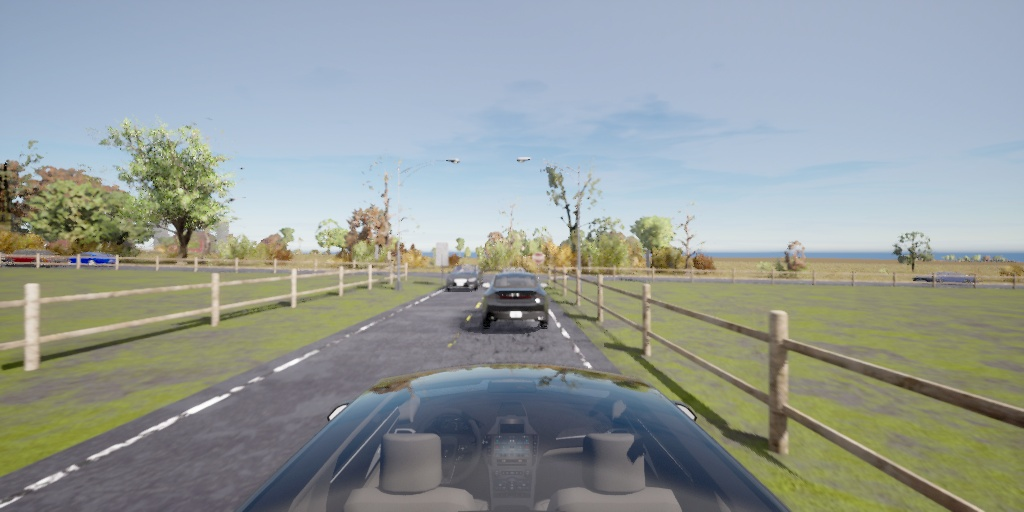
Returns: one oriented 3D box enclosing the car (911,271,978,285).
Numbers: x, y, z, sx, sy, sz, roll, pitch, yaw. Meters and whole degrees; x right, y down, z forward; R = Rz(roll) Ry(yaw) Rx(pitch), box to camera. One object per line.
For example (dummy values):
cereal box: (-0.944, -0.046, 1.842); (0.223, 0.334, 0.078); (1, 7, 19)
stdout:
car: (47.052, 2.392, 39.032); (5.357, 1.411, 2.033); (1, 1, 1)

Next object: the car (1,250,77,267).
car: (-47.797, 0.189, 36.290); (4.553, 1.767, 2.097); (1, 1, 1)

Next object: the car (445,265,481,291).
car: (-2.805, 1.287, 22.018); (2.128, 1.511, 4.902); (0, 0, 1)

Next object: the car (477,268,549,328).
car: (0.099, 1.272, 11.518); (1.837, 1.490, 4.892); (0, -1, 0)

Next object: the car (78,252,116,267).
car: (-46.201, 0.322, 39.133); (5.008, 1.535, 1.882); (1, 1, 2)
